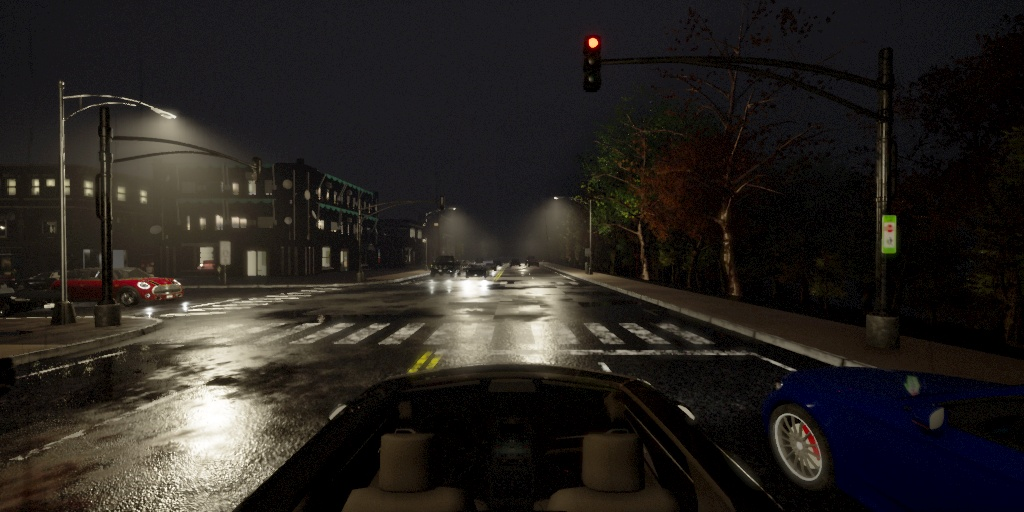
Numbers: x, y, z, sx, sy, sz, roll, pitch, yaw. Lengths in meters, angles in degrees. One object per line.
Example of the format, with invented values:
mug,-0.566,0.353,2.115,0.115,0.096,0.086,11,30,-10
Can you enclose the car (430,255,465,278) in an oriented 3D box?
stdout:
car,-6.321,0.961,34.844,2.150,2.045,5.566,0,0,2

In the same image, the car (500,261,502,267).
car,-2.810,1.291,64.093,1.994,1.385,4.181,0,0,1

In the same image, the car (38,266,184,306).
car,-17.993,1.302,16.466,4.553,1.767,2.097,-1,1,0

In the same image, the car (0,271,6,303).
car,-27.261,1.549,16.521,4.902,1.511,2.128,-1,1,0

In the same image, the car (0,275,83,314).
car,-19.857,1.565,13.749,4.313,1.339,1.948,0,0,1

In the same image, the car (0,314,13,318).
car,-6.603,1.351,1.804,1.895,1.301,4.718,0,0,0

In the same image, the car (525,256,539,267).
car,3.839,1.204,64.633,1.882,1.535,5.008,0,0,1

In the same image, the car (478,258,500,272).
car,-3.011,1.298,46.501,1.994,1.385,4.181,0,0,0

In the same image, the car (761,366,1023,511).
car,3.354,1.276,1.567,1.812,1.442,4.674,0,0,1

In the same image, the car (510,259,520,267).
car,0.589,1.231,64.793,1.837,1.490,4.892,0,0,0

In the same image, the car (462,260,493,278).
car,-3.110,1.341,33.009,1.895,1.301,4.718,0,0,0
